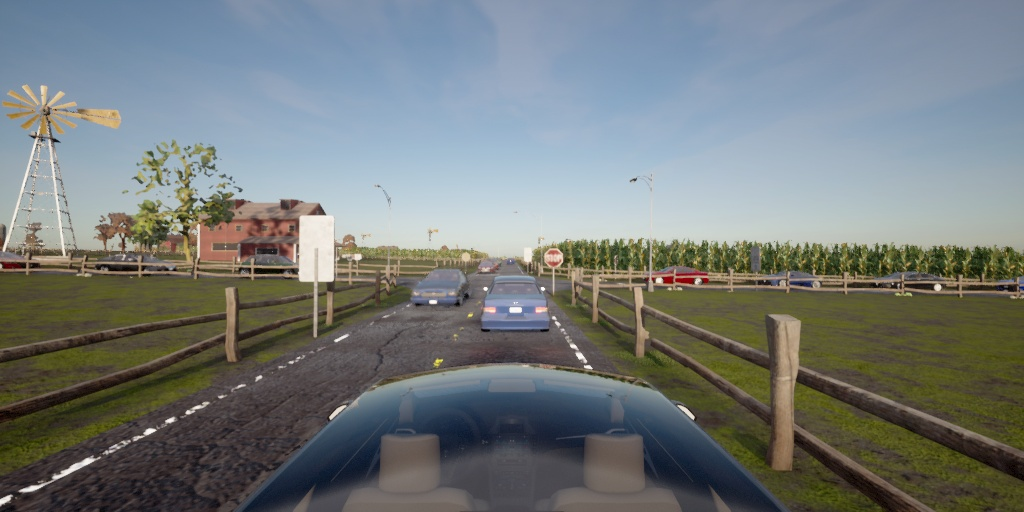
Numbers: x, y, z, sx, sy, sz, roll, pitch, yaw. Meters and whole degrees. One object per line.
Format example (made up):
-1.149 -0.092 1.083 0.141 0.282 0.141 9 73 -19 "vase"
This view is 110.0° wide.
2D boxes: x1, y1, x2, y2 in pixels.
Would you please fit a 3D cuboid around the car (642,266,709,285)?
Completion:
13.123 1.587 28.916 5.008 1.535 1.882 1 -1 0 "car"

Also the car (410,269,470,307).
-2.890 1.300 15.792 2.033 1.411 5.357 0 0 0 "car"

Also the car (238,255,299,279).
-17.110 0.720 26.127 4.553 1.767 2.097 1 -1 0 "car"

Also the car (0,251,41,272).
-37.763 0.368 26.245 5.008 1.535 1.882 1 -1 0 "car"

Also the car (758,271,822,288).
22.326 1.886 28.876 4.181 1.385 1.994 1 -1 0 "car"

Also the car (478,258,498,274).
-2.936 1.294 41.813 1.812 1.442 4.674 0 0 -1 "car"

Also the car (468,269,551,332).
0.075 1.299 10.827 2.033 1.411 5.357 0 0 0 "car"

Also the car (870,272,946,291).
31.759 2.044 28.814 4.892 1.490 1.837 1 -1 0 "car"

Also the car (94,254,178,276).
-27.320 0.622 26.179 4.902 1.511 2.128 1 -1 0 "car"

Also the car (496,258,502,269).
-2.991 1.131 51.747 2.097 1.767 4.553 0 0 0 "car"

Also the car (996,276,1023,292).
42.131 2.255 28.728 5.008 1.535 1.882 1 -1 1 "car"
